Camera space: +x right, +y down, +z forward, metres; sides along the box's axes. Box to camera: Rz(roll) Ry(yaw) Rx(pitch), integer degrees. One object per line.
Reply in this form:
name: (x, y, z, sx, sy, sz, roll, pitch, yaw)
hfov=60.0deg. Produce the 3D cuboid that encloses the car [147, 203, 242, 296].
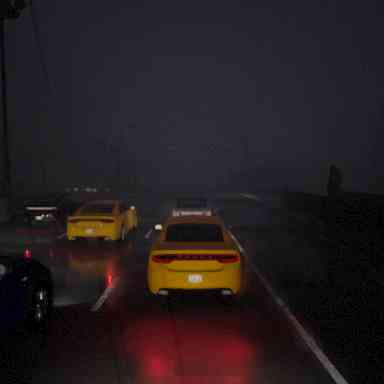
car: (0.042, 1.306, 8.409, 1.882, 1.535, 5.008, 0, 2, 0)

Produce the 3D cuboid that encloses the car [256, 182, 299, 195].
car: (10.633, -0.469, 41.551, 4.902, 1.511, 2.128, 0, 3, 2)

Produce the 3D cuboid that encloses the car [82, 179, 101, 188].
car: (-18.021, -1.590, 61.626, 2.128, 1.511, 4.902, 0, 3, 0)

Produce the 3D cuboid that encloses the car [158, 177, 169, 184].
car: (-7.672, -2.920, 86.062, 2.128, 1.511, 4.902, 0, 3, 0)

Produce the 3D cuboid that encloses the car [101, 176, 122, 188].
car: (-14.524, -1.868, 61.793, 2.150, 2.045, 5.566, 0, 3, 0)

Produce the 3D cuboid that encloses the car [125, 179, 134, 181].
car: (-14.601, -2.346, 77.153, 1.895, 1.301, 4.718, 0, 3, 0)

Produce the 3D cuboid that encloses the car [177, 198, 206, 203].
car: (-0.026, 0.953, 17.777, 1.895, 1.301, 4.718, 0, 3, 0)

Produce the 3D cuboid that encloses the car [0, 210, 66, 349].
car: (-3.427, 1.308, 3.899, 2.097, 1.767, 4.553, 0, 1, 0)

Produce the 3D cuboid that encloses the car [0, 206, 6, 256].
car: (-6.957, 1.311, 8.230, 1.882, 1.535, 5.008, 0, 2, 0)

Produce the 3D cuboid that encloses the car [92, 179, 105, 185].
car: (-21.599, -2.374, 76.850, 1.994, 1.385, 4.181, 0, 3, 0)

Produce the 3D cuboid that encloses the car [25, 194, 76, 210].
car: (-7.027, 0.845, 17.641, 2.128, 1.511, 4.902, 0, 3, 0)

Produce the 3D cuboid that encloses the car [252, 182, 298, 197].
car: (9.322, -0.285, 37.957, 5.008, 1.535, 1.882, 0, 3, 0)

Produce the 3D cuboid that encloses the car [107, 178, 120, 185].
car: (-18.101, -2.412, 77.042, 1.812, 1.442, 4.674, 0, 3, 0)

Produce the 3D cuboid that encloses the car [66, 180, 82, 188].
car: (-21.514, -1.462, 61.258, 1.895, 1.301, 4.718, 0, 3, 0)

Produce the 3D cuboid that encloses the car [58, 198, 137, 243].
car: (-3.497, 1.045, 13.731, 1.882, 1.535, 5.008, 0, 3, 0)

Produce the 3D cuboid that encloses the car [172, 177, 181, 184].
car: (-4.172, -2.970, 86.087, 1.882, 1.535, 5.008, 0, 3, 0)

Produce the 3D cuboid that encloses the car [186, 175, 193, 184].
car: (-0.672, -2.906, 86.119, 2.033, 1.411, 5.357, 0, 3, 0)
